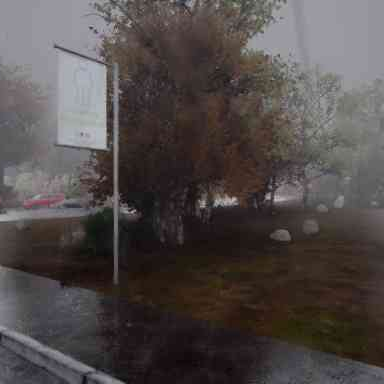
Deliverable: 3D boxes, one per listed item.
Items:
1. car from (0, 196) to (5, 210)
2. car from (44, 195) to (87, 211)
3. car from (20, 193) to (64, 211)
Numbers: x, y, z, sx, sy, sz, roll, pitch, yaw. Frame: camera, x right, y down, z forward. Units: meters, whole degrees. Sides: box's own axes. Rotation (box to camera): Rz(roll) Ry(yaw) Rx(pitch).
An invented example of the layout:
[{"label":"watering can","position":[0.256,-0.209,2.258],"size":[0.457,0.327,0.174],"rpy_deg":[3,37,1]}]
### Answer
[{"label":"car","position":[-21.652,1.221,32.825],"size":[2.150,2.045,5.566],"rpy_deg":[0,0,39]},{"label":"car","position":[-15.060,1.478,41.086],"size":[2.128,1.511,4.902],"rpy_deg":[0,0,38]},{"label":"car","position":[-18.655,1.211,42.182],"size":[2.150,2.045,5.566],"rpy_deg":[0,0,38]}]
